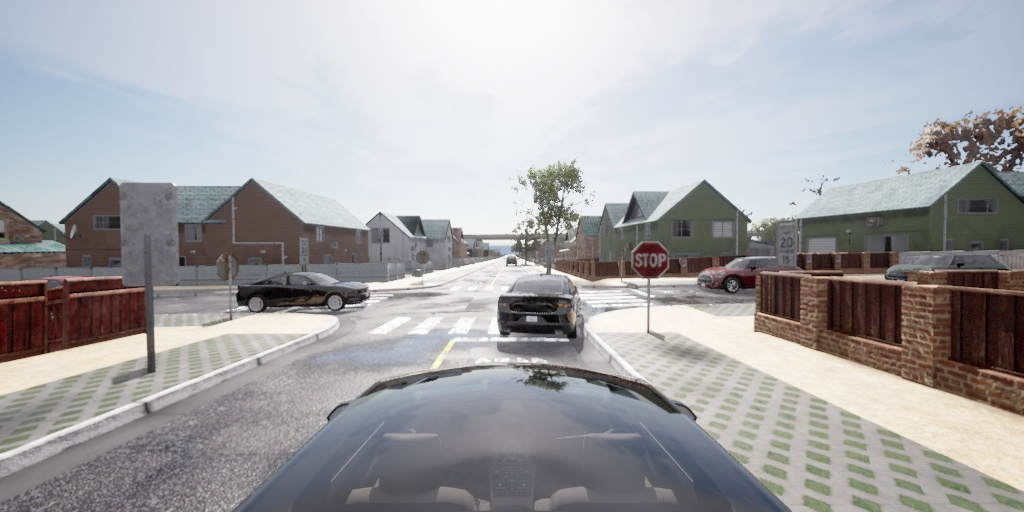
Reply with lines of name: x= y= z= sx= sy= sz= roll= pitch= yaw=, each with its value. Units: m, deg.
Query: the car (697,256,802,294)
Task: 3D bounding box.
car: x=11.785 y=0.839 z=17.905 sx=4.553 sy=1.767 sz=2.097 roll=-1 pitch=2 yaw=0

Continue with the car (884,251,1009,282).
car: x=21.680 y=0.665 z=17.989 sx=4.553 sy=1.767 sz=2.097 roll=-1 pitch=2 yaw=0

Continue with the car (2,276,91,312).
car: x=-18.038 y=1.562 z=14.720 sx=5.008 sy=1.535 sz=1.882 roll=-1 pitch=2 yaw=0

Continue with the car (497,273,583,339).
car: x=0.947 y=1.235 z=10.281 sx=1.882 sy=1.535 sz=5.008 roll=0 pitch=0 yaw=12

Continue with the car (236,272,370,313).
car: x=-8.485 y=1.392 z=14.795 sx=5.008 sy=1.535 sz=1.882 roll=-1 pitch=2 yaw=0
